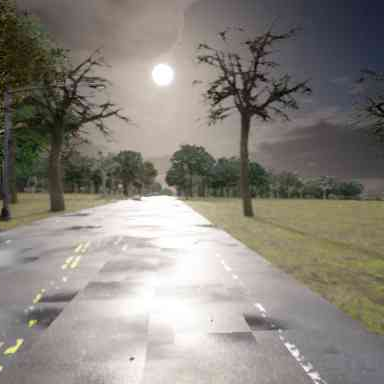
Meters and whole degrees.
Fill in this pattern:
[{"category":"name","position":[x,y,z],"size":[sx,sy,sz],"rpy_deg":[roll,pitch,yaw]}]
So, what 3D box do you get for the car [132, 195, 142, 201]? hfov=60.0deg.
[{"category":"car","position":[-12.862,1.450,77.695],"size":[1.812,1.442,4.674],"rpy_deg":[0,0,-4]}]
